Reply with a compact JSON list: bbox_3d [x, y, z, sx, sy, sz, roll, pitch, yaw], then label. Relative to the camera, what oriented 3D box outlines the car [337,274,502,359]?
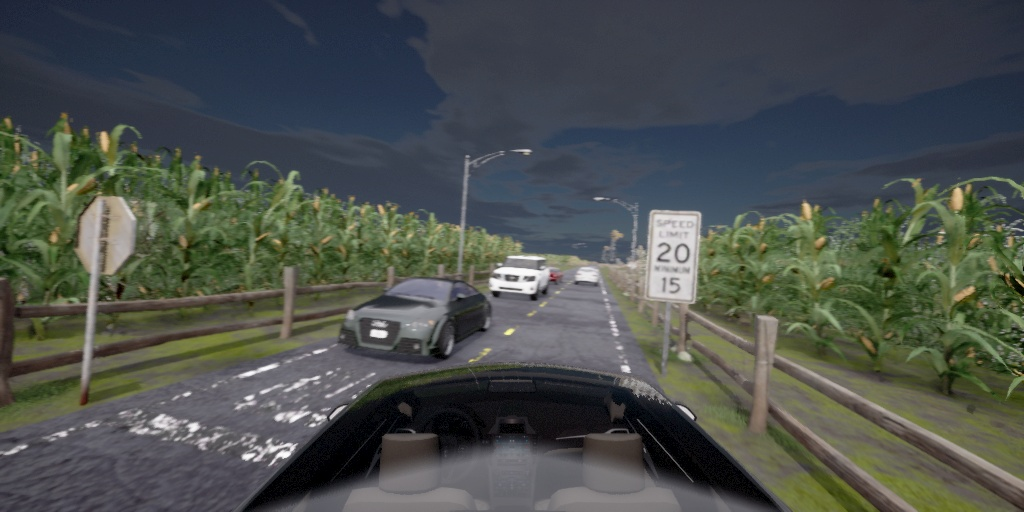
[{"bbox_3d":[-1.835,1.178,8.089,1.994,1.385,4.181,4,0,13],"label":"car"}]

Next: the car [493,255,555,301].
[{"bbox_3d":[0.597,0.998,18.457,2.150,2.045,5.566,4,0,13],"label":"car"}]

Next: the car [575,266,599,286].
[{"bbox_3d":[6.509,1.712,31.060,1.812,1.442,4.674,4,0,13],"label":"car"}]

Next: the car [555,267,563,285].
[{"bbox_3d":[3.009,1.543,28.914,1.895,1.301,4.718,4,0,13],"label":"car"}]
